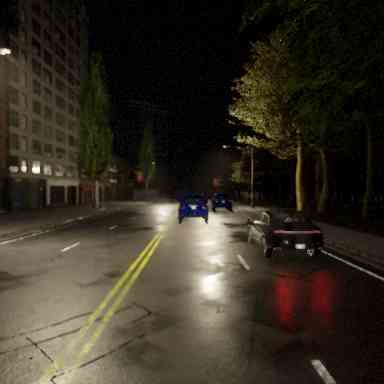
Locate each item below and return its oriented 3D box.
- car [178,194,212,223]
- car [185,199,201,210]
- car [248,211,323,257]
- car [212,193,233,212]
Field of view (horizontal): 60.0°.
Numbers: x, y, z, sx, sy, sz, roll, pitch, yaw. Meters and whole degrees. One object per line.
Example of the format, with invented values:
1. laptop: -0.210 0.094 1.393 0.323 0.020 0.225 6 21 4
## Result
1. car: 0.099 1.165 25.217 2.150 2.045 5.566 0 0 0
2. car: 0.091 1.532 42.519 1.895 1.301 4.718 0 0 0
3. car: 3.349 1.457 12.689 2.128 1.511 4.902 0 0 0
4. car: 3.348 1.152 38.243 2.150 2.045 5.566 0 0 0
